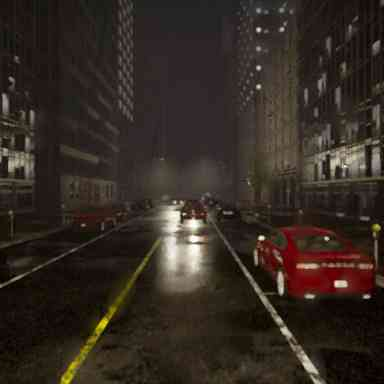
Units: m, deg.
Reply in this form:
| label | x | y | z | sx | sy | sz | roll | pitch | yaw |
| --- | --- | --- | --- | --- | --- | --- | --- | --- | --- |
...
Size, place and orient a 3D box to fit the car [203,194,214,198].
| label | x | y | z | sx | sy | sz | roll | pitch | yaw |
| --- | --- | --- | --- | --- | --- | --- | --- | --- | --- |
| car | 2.677 | 1.389 | 48.087 | 1.947 | 1.339 | 4.313 | 0 | 0 | 0 |

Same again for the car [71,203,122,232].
| label | x | y | z | sx | sy | sz | roll | pitch | yaw |
| --- | --- | --- | --- | --- | --- | --- | --- | --- | --- |
| car | -5.694 | 1.479 | 19.630 | 1.887 | 1.381 | 4.507 | 0 | 0 | 0 |

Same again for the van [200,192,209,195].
| label | x | y | z | sx | sy | sz | roll | pitch | yaw |
| --- | --- | --- | --- | --- | --- | --- | --- | --- | --- |
| van | 2.676 | 1.140 | 53.780 | 1.690 | 1.788 | 3.998 | 0 | 0 | 0 |

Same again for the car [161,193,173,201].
| label | x | y | z | sx | sy | sz | roll | pitch | yaw |
| --- | --- | --- | --- | --- | --- | --- | --- | --- | --- |
| car | -5.711 | 1.246 | 70.693 | 1.752 | 1.417 | 4.829 | 0 | 0 | 0 |

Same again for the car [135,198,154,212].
| label | x | y | z | sx | sy | sz | roll | pitch | yaw |
| --- | --- | --- | --- | --- | --- | --- | --- | --- | --- |
| car | -5.700 | 1.414 | 36.708 | 1.887 | 1.381 | 4.507 | 0 | 0 | 0 |

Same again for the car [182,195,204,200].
| label | x | y | z | sx | sy | sz | roll | pitch | yaw |
| --- | --- | --- | --- | --- | --- | --- | --- | --- | --- |
| car | 0.087 | 1.416 | 41.317 | 1.994 | 1.385 | 4.181 | 0 | 0 | 0 |

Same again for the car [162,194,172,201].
| label | x | y | z | sx | sy | sz | roll | pitch | yaw |
| --- | --- | --- | --- | --- | --- | --- | --- | --- | --- |
| car | -5.712 | 1.244 | 76.557 | 2.008 | 1.369 | 4.403 | 0 | 0 | 0 |

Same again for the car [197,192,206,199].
| label | x | y | z | sx | sy | sz | roll | pitch | yaw |
| --- | --- | --- | --- | --- | --- | --- | --- | --- | --- |
| car | 2.664 | 0.923 | 93.623 | 2.192 | 1.841 | 5.009 | 0 | 0 | 0 |

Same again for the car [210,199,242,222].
| label | x | y | z | sx | sy | sz | roll | pitch | yaw |
| --- | --- | --- | --- | --- | --- | --- | --- | --- | --- |
| car | 2.684 | 1.479 | 25.318 | 1.947 | 1.339 | 4.313 | 0 | 0 | 0 |

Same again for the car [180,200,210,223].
| label | x | y | z | sx | sy | sz | roll | pitch | yaw |
| --- | --- | --- | --- | --- | --- | --- | --- | --- | --- |
| car | 0.093 | 1.516 | 24.765 | 1.895 | 1.301 | 4.718 | 0 | 0 | 0 |

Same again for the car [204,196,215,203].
| label | x | y | z | sx | sy | sz | roll | pitch | yaw |
| --- | --- | --- | --- | --- | --- | --- | --- | --- | --- |
| car | 2.681 | 1.435 | 36.702 | 1.947 | 1.339 | 4.313 | 0 | 0 | 0 |

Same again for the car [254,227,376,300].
| label | x | y | z | sx | sy | sz | roll | pitch | yaw |
| --- | --- | --- | --- | --- | --- | --- | --- | --- | --- |
| car | 2.690 | 1.519 | 8.241 | 1.887 | 1.381 | 4.507 | 0 | 0 | 0 |

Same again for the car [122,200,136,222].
| label | x | y | z | sx | sy | sz | roll | pitch | yaw |
| --- | --- | --- | --- | --- | --- | --- | --- | --- | --- |
| car | -5.696 | 1.495 | 25.323 | 1.802 | 1.307 | 4.206 | 0 | 0 | 0 |

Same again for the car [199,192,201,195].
| label | x | y | z | sx | sy | sz | roll | pitch | yaw |
| --- | --- | --- | --- | --- | --- | --- | --- | --- | --- |
| car | 2.674 | 1.214 | 59.471 | 1.967 | 1.590 | 4.097 | 0 | 0 | 0 |

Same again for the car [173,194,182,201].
| label | x | y | z | sx | sy | sz | roll | pitch | yaw |
| --- | --- | --- | --- | --- | --- | --- | --- | --- | --- |
| car | -3.023 | 1.217 | 74.164 | 1.895 | 1.301 | 4.718 | 0 | 0 | 0 |
